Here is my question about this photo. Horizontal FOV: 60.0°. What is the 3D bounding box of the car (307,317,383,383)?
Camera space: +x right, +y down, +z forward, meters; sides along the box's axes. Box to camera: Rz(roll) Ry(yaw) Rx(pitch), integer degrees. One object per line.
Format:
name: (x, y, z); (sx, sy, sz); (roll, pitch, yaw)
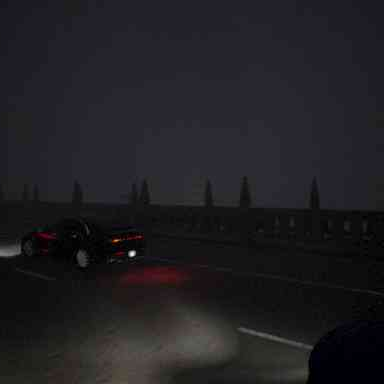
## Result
car: (3.188, 1.477, 1.719); (5.008, 1.535, 1.882); (0, 0, 36)

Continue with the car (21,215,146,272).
car: (-3.681, 1.509, 10.902); (4.892, 1.490, 1.837); (0, 0, 35)
